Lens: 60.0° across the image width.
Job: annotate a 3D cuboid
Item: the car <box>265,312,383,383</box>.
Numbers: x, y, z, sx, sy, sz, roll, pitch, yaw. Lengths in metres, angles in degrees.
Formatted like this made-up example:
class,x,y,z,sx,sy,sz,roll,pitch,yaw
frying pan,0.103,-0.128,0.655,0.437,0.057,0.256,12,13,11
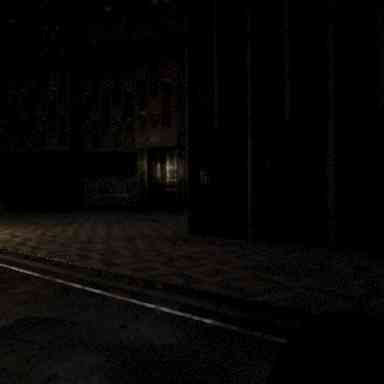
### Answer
class,x,y,z,sx,sy,sz,roll,pitch,yaw
car,2.826,1.589,2.013,4.718,1.301,1.895,-1,0,35
